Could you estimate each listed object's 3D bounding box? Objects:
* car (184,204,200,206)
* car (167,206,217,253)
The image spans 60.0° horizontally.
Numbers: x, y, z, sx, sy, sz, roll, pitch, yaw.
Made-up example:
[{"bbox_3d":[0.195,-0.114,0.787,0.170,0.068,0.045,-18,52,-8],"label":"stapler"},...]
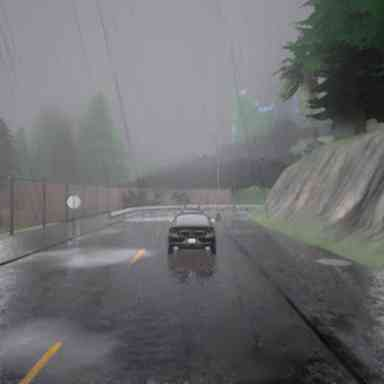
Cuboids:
[{"bbox_3d":[0.005,1.765,29.292,2.128,1.511,4.902,0,0,0],"label":"car"},{"bbox_3d":[0.007,1.613,14.470,1.882,1.535,5.008,0,0,0],"label":"car"}]
